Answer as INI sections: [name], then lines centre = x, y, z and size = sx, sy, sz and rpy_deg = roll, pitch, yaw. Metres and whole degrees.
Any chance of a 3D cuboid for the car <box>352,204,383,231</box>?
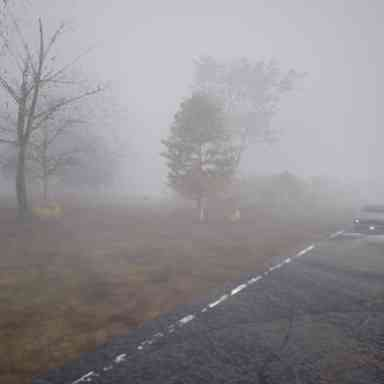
[car]
centre = 10.430, 1.387, 18.638
size = 2.033, 1.411, 5.357
rpy_deg = 1, 1, 35
